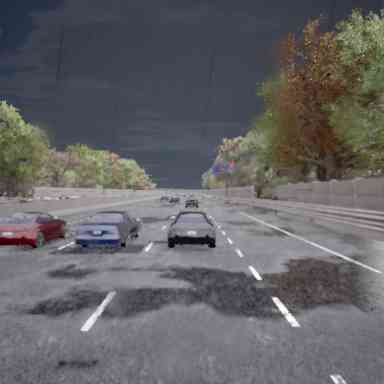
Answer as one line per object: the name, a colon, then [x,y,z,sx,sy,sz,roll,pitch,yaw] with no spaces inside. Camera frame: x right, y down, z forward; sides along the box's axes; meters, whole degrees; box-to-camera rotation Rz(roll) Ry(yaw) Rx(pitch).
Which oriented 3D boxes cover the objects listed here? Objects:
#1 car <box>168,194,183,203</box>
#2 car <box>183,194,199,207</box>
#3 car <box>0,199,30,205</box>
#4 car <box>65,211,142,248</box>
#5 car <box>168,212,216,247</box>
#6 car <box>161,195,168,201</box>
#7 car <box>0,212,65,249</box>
car: [-3.522,1.478,70.045,1.882,1.535,5.008,0,0,0]
car: [-0.018,1.506,50.094,1.837,1.490,4.892,0,0,0]
car: [-17.579,1.506,33.002,1.837,1.490,4.892,0,-1,0]
car: [-3.506,1.547,14.783,2.033,1.411,5.357,0,0,0]
car: [-0.005,1.564,14.927,1.994,1.385,4.181,0,0,0]
car: [-7.028,1.478,87.940,1.882,1.535,5.008,0,0,0]
car: [-7.004,1.564,14.651,1.994,1.385,4.181,0,0,0]
